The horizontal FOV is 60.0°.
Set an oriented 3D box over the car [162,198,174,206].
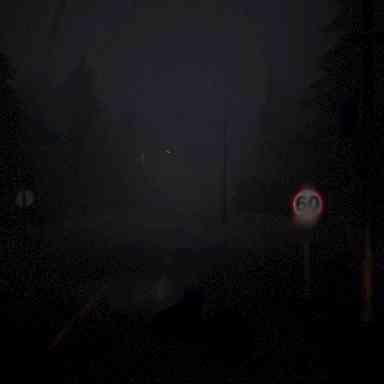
[{"bbox_3d":[-4.028,1.680,57.344,2.033,1.411,5.357,0,0,1],"label":"car"}]
